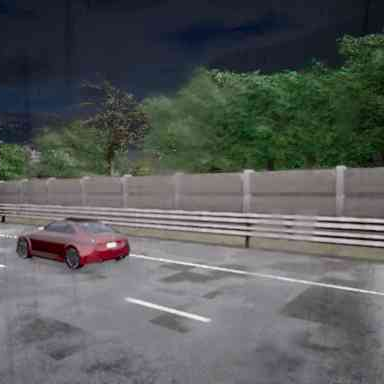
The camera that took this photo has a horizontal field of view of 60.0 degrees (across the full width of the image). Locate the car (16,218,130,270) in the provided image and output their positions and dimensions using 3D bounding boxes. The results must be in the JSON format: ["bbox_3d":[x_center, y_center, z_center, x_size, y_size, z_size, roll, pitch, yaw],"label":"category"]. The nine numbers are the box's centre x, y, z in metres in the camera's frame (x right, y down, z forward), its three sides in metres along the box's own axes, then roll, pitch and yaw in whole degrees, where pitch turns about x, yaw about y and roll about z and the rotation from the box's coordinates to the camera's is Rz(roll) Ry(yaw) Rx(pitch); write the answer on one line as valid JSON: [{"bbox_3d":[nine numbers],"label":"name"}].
[{"bbox_3d":[-4.058,1.572,11.189,4.181,1.385,1.994,0,0,36],"label":"car"}]
